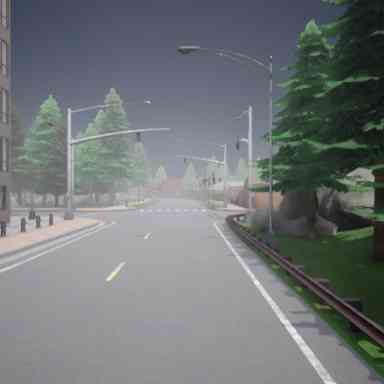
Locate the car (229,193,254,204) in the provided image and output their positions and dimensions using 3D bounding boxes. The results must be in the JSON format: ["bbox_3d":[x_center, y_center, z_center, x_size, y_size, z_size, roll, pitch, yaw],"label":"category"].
[{"bbox_3d":[8.432,1.111,56.914,3.866,1.878,1.905,0,0,-1],"label":"car"}]

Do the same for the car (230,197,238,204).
[{"bbox_3d":[8.846,1.109,54.404,4.605,1.855,1.932,0,0,-1],"label":"car"}]
